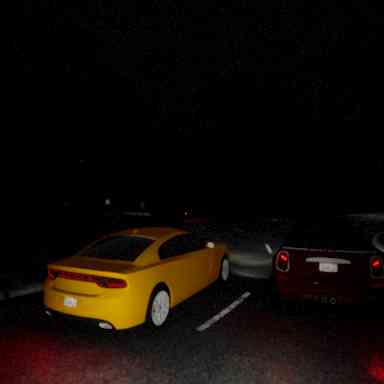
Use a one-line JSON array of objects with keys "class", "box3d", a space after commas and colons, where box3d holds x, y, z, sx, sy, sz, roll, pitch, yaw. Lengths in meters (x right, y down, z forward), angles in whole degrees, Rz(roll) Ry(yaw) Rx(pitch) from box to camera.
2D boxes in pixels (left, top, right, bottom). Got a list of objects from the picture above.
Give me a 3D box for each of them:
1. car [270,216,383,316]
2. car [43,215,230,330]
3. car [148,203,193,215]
[{"class": "car", "box3d": [3.146, 1.375, 7.915, 2.097, 1.767, 4.553, 0, 0, 20]}, {"class": "car", "box3d": [-0.716, 1.497, 7.171, 1.882, 1.535, 5.008, 0, 0, 26]}, {"class": "car", "box3d": [-2.169, 1.673, 31.996, 4.718, 1.301, 1.895, 1, 0, 43]}]
